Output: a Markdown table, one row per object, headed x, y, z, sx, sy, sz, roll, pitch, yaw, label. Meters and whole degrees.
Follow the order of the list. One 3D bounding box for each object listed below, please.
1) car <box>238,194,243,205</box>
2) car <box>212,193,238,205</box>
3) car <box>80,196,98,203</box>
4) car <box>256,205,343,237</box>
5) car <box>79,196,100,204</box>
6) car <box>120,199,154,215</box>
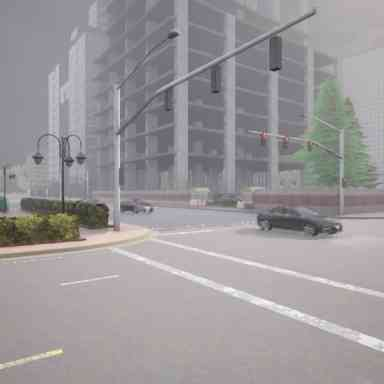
| x | y | z | sx | sy | sz | roll | pitch | yaw | label |
| --- | --- | --- | --- | --- | --- | --- | --- | --- | --- |
| 7.382 | 1.114 | 55.179 | 1.905 | 1.878 | 3.866 | 0 | 0 | -36 | car |
| 4.993 | 1.114 | 53.464 | 1.905 | 1.878 | 3.866 | 0 | 0 | -36 | car |
| -20.676 | 1.545 | 66.696 | 1.895 | 1.301 | 4.718 | 0 | 0 | -36 | car |
| 5.693 | 1.494 | 18.182 | 1.837 | 1.490 | 4.892 | 0 | 0 | -36 | car |
| -14.036 | 1.437 | 45.332 | 2.128 | 1.511 | 4.902 | 0 | 0 | -36 | car |
| -5.659 | 1.437 | 33.793 | 2.128 | 1.511 | 4.902 | 0 | 0 | -36 | car |
